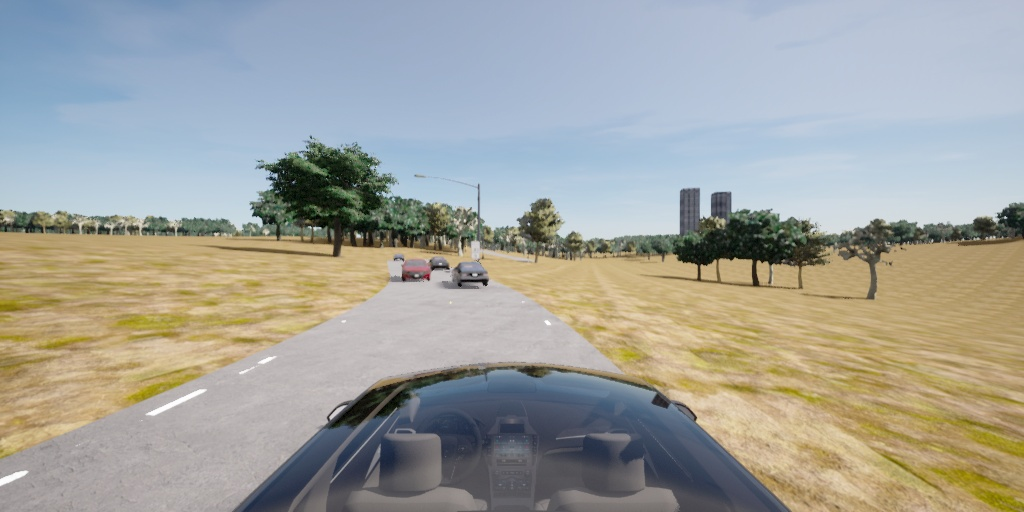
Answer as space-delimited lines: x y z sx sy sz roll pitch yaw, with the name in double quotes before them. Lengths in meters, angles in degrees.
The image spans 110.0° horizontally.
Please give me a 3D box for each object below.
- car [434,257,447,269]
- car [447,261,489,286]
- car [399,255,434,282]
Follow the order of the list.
"car" -8.115 0.755 39.214 1.994 1.385 4.181 0 1 -19
"car" -2.777 1.087 22.989 2.033 1.411 5.357 0 1 -15
"car" -6.869 0.947 25.622 1.882 1.535 5.008 0 1 -16
